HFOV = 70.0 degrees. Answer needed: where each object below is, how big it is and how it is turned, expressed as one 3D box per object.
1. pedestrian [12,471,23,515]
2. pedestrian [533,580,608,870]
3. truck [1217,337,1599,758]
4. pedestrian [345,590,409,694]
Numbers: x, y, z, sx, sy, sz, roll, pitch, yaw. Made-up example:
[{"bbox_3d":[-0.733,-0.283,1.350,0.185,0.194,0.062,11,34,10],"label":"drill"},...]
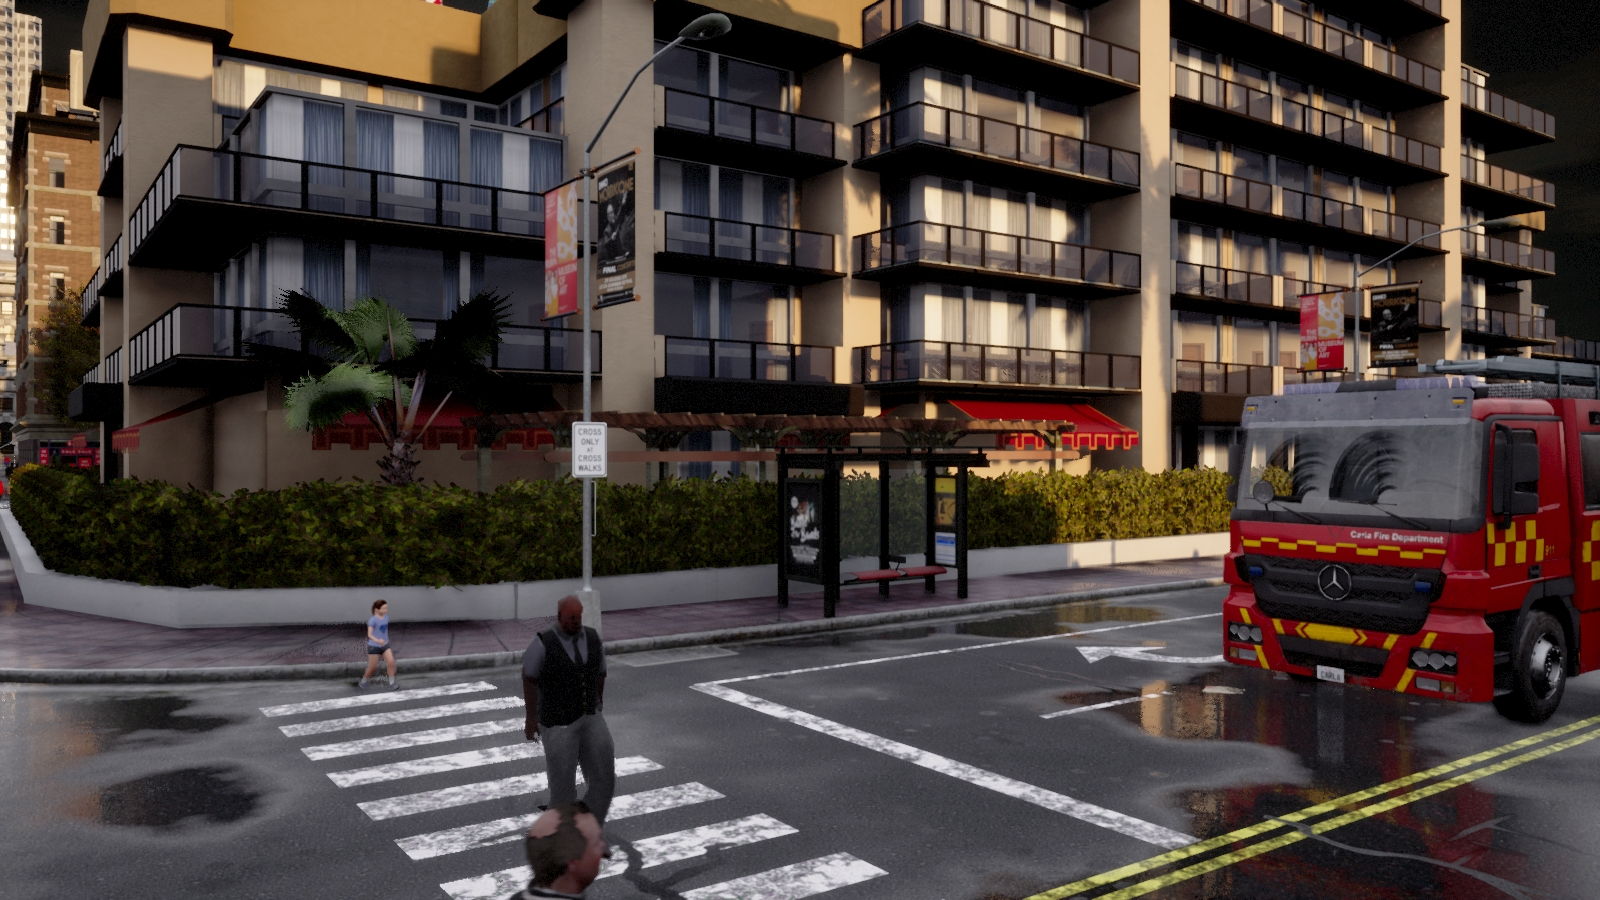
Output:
[{"bbox_3d":[-33.550,1.848,48.990,0.375,1.860,0.375,0,0,-27],"label":"pedestrian"},{"bbox_3d":[-1.571,1.847,7.810,0.375,1.860,0.375,0,0,-36],"label":"pedestrian"},{"bbox_3d":[8.950,0.884,14.011,8.468,3.827,2.891,0,0,-35],"label":"truck"},{"bbox_3d":[-4.941,2.227,13.346,0.500,1.100,0.500,0,0,31],"label":"pedestrian"}]
